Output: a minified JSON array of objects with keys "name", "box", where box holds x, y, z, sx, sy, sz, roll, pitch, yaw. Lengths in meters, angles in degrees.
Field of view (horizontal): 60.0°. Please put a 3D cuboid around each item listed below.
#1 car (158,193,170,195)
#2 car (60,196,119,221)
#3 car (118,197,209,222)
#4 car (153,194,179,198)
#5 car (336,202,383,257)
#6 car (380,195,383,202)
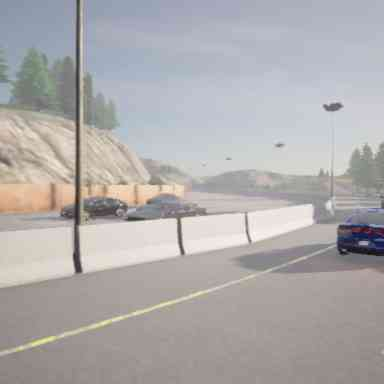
[{"name":"car","box":[-2.862,0.886,35.170,1.882,1.535,5.008,1,1,27]},{"name":"car","box":[-6.680,1.087,23.174,1.837,1.490,4.892,2,2,39]},{"name":"car","box":[-1.238,1.232,18.669,2.033,1.411,5.357,1,1,40]},{"name":"car","box":[-1.566,1.145,23.946,2.033,1.411,5.357,1,1,36]},{"name":"car","box":[6.643,1.320,11.601,1.882,1.535,5.008,1,2,41]},{"name":"car","box":[16.724,0.869,27.031,2.150,2.045,5.566,1,1,27]}]
